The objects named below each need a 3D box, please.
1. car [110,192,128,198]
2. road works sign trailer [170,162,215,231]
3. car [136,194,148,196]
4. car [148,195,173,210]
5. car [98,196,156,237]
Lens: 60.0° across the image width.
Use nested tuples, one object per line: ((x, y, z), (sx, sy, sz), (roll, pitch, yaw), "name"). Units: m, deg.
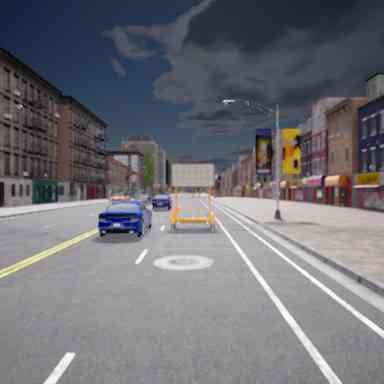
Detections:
((-9.705, 0.828, 44.607), (2.097, 1.767, 4.553), (0, 0, 0), "car")
((0.052, 0.153, 18.086), (2.380, 3.560, 2.880), (0, 1, 0), "road works sign trailer")
((-6.462, 0.971, 43.286), (2.128, 1.511, 4.902), (0, 0, 0), "car")
((-3.051, 0.998, 34.665), (1.882, 1.535, 5.008), (0, 0, 0), "car")
((-3.104, 1.193, 16.249), (1.882, 1.535, 5.008), (0, 1, 0), "car")
